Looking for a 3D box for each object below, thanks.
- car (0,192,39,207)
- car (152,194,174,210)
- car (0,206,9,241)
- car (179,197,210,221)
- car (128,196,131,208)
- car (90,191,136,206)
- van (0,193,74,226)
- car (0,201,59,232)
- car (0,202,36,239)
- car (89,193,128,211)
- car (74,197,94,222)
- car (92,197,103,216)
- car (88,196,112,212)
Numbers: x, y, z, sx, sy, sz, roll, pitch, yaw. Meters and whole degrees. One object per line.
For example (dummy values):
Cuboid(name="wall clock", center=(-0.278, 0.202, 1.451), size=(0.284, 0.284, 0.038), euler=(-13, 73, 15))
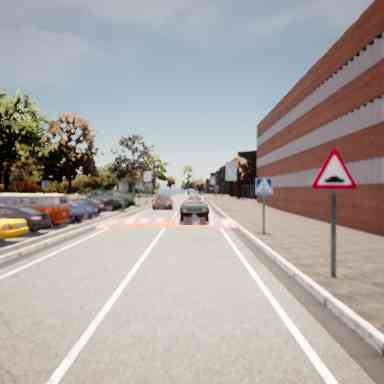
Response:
Cuboid(name="car", center=(-21.936, 0.939, 41.612), size=(4.553, 1.767, 2.185), euler=(0, 0, 0))
Cuboid(name="car", center=(-3.193, 1.064, 36.824), size=(2.097, 1.767, 4.553), euler=(0, 0, 1))
Cuboid(name="car", center=(-9.171, 1.367, 10.642), size=(5.366, 1.575, 1.946), euler=(0, 1, 0))
Cuboid(name="car", center=(0.160, 1.196, 22.636), size=(1.895, 1.301, 4.718), euler=(0, -1, 0))
Cuboid(name="car", center=(-9.411, 1.172, 36.074), size=(4.674, 1.452, 2.002), euler=(0, 1, 0))
Cuboid(name="car", center=(-9.392, 0.851, 38.896), size=(5.566, 2.045, 2.435), euler=(0, 1, 0))
Cuboid(name="van", center=(-9.492, 1.067, 19.116), size=(4.442, 1.987, 1.878), euler=(0, 1, 0))
Cuboid(name="car", center=(-9.367, 1.358, 16.294), size=(4.674, 1.452, 2.002), euler=(0, 1, 0))
Cuboid(name="car", center=(-9.548, 1.341, 13.467), size=(5.366, 1.575, 1.946), euler=(0, 1, 0))
Cuboid(name="car", center=(-9.402, 1.161, 33.246), size=(5.008, 1.535, 2.097), euler=(0, 1, 0))
Cuboid(name="car", center=(-9.353, 1.296, 21.945), size=(4.792, 1.488, 2.163), euler=(0, 1, 0))
Cuboid(name="car", center=(-9.391, 1.281, 24.770), size=(4.674, 1.452, 2.002), euler=(0, 1, 0))
Cuboid(name="car", center=(-9.392, 1.255, 27.596), size=(4.674, 1.452, 2.002), euler=(0, 1, 0))
